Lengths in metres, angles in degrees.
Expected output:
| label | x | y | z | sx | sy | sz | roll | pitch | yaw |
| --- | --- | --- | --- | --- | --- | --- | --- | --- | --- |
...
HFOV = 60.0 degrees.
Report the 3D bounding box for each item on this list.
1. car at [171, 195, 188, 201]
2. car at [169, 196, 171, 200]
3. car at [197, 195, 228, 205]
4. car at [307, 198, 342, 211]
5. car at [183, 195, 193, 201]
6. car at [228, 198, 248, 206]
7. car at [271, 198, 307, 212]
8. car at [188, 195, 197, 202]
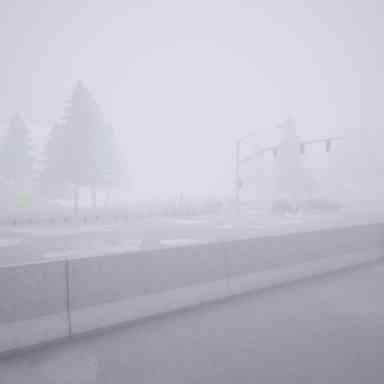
| label | x | y | z | sx | sy | sz | roll | pitch | yaw |
| --- | --- | --- | --- | --- | --- | --- | --- | --- | --- |
| car | -2.332 | 1.528 | 69.584 | 2.033 | 1.411 | 5.357 | 0 | 0 | -14 |
| car | -4.741 | 1.578 | 84.388 | 1.895 | 1.301 | 4.718 | 0 | 0 | -7 |
| car | 3.233 | 1.534 | 54.338 | 2.033 | 1.411 | 5.357 | 0 | 0 | -24 |
| car | 15.775 | 1.499 | 40.623 | 1.837 | 1.490 | 4.892 | 0 | 0 | -37 |
| car | -1.055 | 1.505 | 82.499 | 2.128 | 1.511 | 4.902 | 0 | 0 | -7 |
| car | 7.185 | 1.587 | 54.269 | 1.895 | 1.301 | 4.718 | 0 | 0 | -26 |
| car | 10.624 | 1.483 | 37.858 | 2.128 | 1.511 | 4.902 | 1 | 0 | -7 |
| car | 1.398 | 1.488 | 69.284 | 1.837 | 1.490 | 4.892 | 0 | 0 | -18 |
